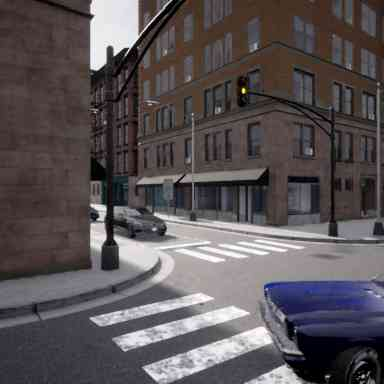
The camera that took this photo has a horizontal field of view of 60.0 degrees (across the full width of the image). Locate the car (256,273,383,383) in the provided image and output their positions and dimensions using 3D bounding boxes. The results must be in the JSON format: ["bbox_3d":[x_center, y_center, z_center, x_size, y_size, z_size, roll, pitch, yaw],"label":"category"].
[{"bbox_3d":[3.274,1.601,4.290,4.718,1.301,1.895,0,0,1],"label":"car"}]

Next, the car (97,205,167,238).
[{"bbox_3d":[-3.081,1.436,17.262,1.812,1.442,4.674,0,0,-35],"label":"car"}]

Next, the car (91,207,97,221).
[{"bbox_3d":[-8.738,1.397,25.186,2.033,1.411,5.357,0,0,-36],"label":"car"}]
